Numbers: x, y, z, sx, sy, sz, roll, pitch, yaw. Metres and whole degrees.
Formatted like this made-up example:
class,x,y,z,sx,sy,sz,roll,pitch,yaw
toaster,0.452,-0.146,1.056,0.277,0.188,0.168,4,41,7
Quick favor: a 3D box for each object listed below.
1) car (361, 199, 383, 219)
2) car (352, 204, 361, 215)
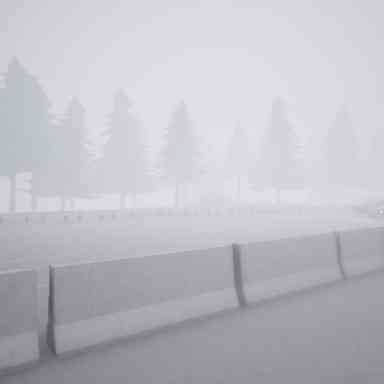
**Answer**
class,x,y,z,sx,sy,sz,roll,pitch,yaw
car,16.221,1.417,26.186,4.892,1.490,1.837,0,0,-15
car,16.936,1.375,29.990,5.008,1.535,1.882,0,0,-14
